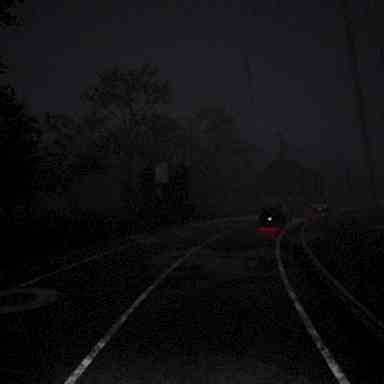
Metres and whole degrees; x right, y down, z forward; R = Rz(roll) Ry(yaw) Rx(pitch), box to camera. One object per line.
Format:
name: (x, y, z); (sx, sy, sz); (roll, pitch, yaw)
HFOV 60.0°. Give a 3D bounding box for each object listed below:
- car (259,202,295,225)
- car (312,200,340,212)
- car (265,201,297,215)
car: (6.396, 1.613, 25.232); (1.837, 1.490, 4.892); (-3, -1, 25)
car: (16.017, 1.625, 39.562); (1.895, 1.301, 4.718); (-5, -2, 41)
car: (10.155, 1.823, 37.804); (1.994, 1.385, 4.181); (-4, -2, 38)
